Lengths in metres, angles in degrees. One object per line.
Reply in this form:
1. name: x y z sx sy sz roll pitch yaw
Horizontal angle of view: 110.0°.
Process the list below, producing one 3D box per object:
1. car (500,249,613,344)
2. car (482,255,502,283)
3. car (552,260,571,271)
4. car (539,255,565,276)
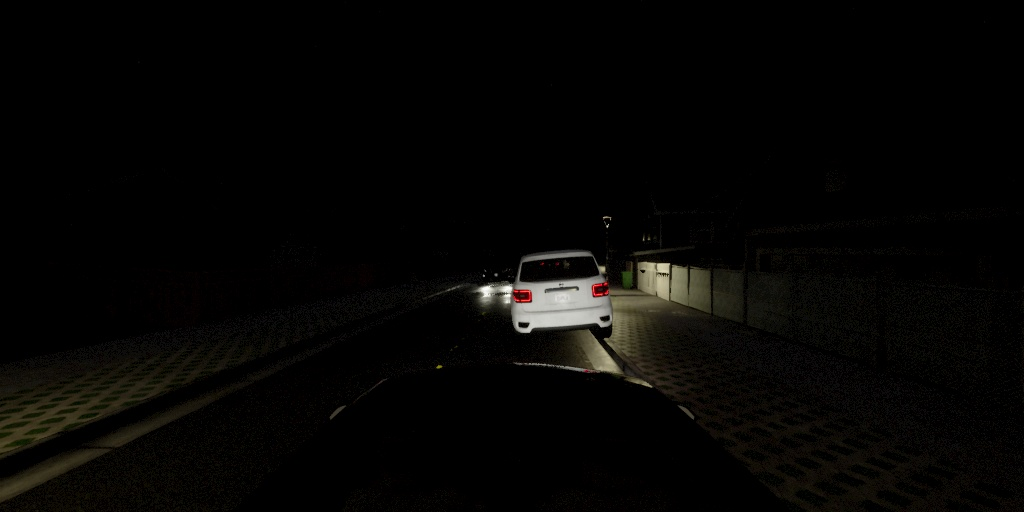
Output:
1. car: 1.135 0.897 9.645 2.150 2.045 5.566 -5 0 3
2. car: -0.685 0.962 27.675 2.150 2.045 5.566 0 0 9
3. car: 6.846 1.281 48.950 1.812 1.442 4.674 0 0 17
4. car: 4.354 0.971 38.556 2.150 2.045 5.566 0 0 13
